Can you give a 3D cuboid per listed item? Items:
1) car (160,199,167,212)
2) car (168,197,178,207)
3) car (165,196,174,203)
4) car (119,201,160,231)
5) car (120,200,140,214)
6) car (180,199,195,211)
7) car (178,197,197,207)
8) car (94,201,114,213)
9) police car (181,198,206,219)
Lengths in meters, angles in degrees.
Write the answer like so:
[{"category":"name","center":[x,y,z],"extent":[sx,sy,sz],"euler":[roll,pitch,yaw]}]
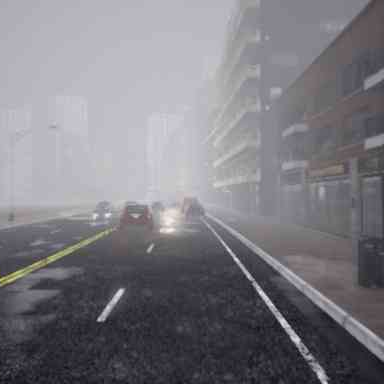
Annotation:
[{"category":"car","center":[-4.638,1.946,45.386],"extent":[1.812,1.442,4.674],"euler":[0,-1,-4]},{"category":"car","center":[-3.201,2.149,66.798],"extent":[1.994,1.385,4.181],"euler":[0,-1,-6]},{"category":"car","center":[-5.989,2.037,90.557],"extent":[2.150,2.045,5.566],"euler":[0,-1,-8]},{"category":"car","center":[-3.516,1.558,22.512],"extent":[2.097,1.767,4.553],"euler":[0,-1,-2]},{"category":"car","center":[-7.890,1.873,42.565],"extent":[1.882,1.535,5.008],"euler":[0,-1,-3]},{"category":"car","center":[-0.716,1.903,48.618],"extent":[1.801,1.575,5.366],"euler":[0,-1,-4]},{"category":"car","center":[-0.305,1.614,42.421],"extent":[2.150,2.045,5.566],"euler":[0,-1,-4]},{"category":"car","center":[-11.141,1.904,42.494],"extent":[1.837,1.490,4.892],"euler":[0,-1,-3]},{"category":"police car","center":[0.240,1.721,32.427],"extent":[1.930,1.638,5.238],"euler":[0,-1,-3]}]
